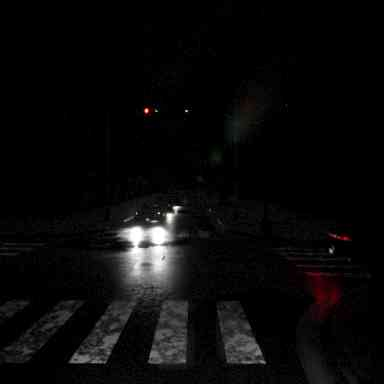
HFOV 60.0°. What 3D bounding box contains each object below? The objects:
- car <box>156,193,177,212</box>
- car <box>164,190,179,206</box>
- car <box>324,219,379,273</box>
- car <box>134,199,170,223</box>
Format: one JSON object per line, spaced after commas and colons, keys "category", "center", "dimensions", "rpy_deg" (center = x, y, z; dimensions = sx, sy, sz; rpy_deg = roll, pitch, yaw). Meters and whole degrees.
{"category": "car", "center": [-2.875, 1.170, 33.794], "dimensions": [1.837, 1.490, 4.892], "rpy_deg": [0, 1, 0]}
{"category": "car", "center": [-2.874, 0.703, 44.483], "dimensions": [2.150, 2.045, 5.566], "rpy_deg": [0, 1, 0]}
{"category": "car", "center": [6.554, 1.574, 9.908], "dimensions": [4.902, 1.511, 2.128], "rpy_deg": [1, 0, 0]}
{"category": "car", "center": [-2.869, 1.425, 23.682], "dimensions": [1.895, 1.301, 4.718], "rpy_deg": [0, 1, 0]}
